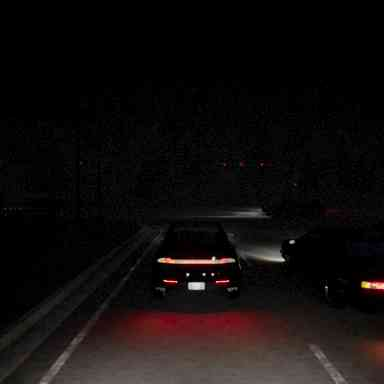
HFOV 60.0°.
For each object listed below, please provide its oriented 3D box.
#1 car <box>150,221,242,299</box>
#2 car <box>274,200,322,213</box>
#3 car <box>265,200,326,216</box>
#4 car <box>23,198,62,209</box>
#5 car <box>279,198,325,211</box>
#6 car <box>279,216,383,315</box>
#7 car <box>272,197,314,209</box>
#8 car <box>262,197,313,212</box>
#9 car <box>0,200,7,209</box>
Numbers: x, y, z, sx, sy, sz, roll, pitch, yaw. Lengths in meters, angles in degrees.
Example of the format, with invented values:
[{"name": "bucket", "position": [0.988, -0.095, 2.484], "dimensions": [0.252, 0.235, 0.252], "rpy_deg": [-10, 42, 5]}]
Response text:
[{"name": "car", "position": [0.099, 1.492, 8.457], "dimensions": [2.128, 1.511, 4.902], "rpy_deg": [0, 0, 0]}, {"name": "car", "position": [11.804, 1.601, 37.267], "dimensions": [4.718, 1.301, 1.895], "rpy_deg": [0, 0, 1]}, {"name": "car", "position": [9.489, 1.601, 30.288], "dimensions": [4.718, 1.301, 1.895], "rpy_deg": [0, 0, 1]}, {"name": "car", "position": [-19.887, 1.491, 44.243], "dimensions": [4.902, 1.511, 2.128], "rpy_deg": [0, 0, 3]}, {"name": "car", "position": [13.383, 1.477, 40.752], "dimensions": [5.008, 1.535, 1.882], "rpy_deg": [0, 0, 1]}, {"name": "car", "position": [3.597, 1.547, 7.831], "dimensions": [2.033, 1.411, 5.357], "rpy_deg": [0, 0, 0]}, {"name": "car", "position": [13.424, 1.477, 44.253], "dimensions": [5.008, 1.535, 1.882], "rpy_deg": [0, 0, 1]}, {"name": "car", "position": [9.464, 1.526, 33.789], "dimensions": [4.674, 1.442, 1.812], "rpy_deg": [0, 0, 1]}, {"name": "car", "position": [-25.508, 1.505, 40.984], "dimensions": [4.892, 1.490, 1.837], "rpy_deg": [0, 0, 2]}]
